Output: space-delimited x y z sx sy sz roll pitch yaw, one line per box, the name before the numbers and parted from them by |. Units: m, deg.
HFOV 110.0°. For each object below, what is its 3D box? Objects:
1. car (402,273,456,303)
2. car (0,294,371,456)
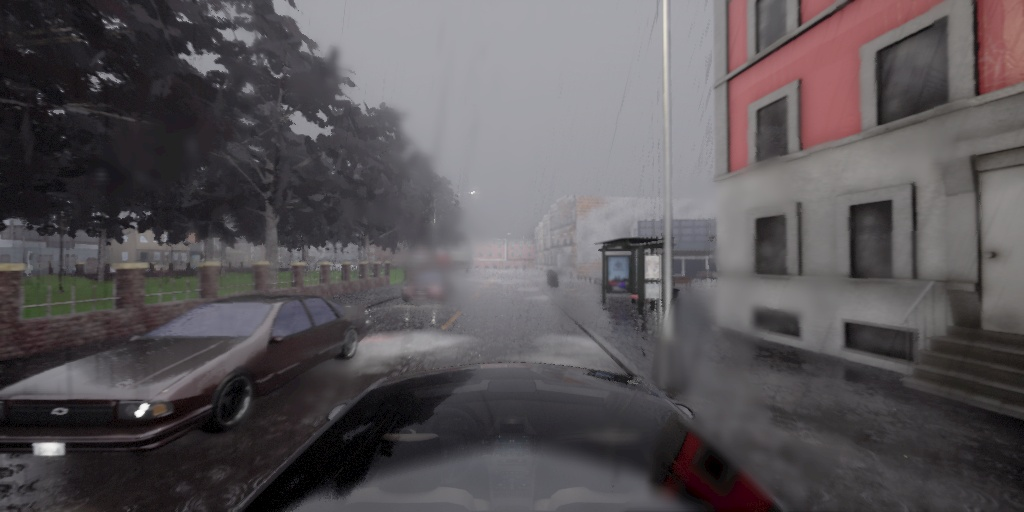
car | -4.087 1.554 18.294 1.994 1.385 4.181 0 -1 1
car | -4.103 1.357 5.843 2.033 1.411 5.357 0 -1 0
